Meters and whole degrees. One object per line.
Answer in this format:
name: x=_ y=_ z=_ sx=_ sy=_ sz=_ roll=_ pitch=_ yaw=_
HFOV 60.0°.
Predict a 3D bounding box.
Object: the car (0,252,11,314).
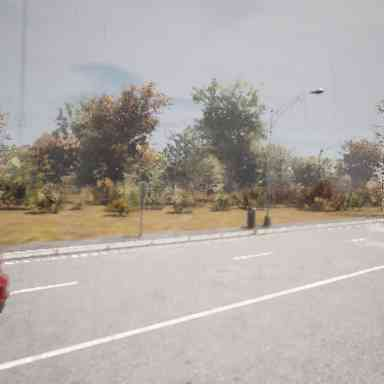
car: x=-5.317 y=1.471 z=4.500 sx=5.008 sy=1.535 sz=1.882 roll=-1 pitch=0 yaw=-35
